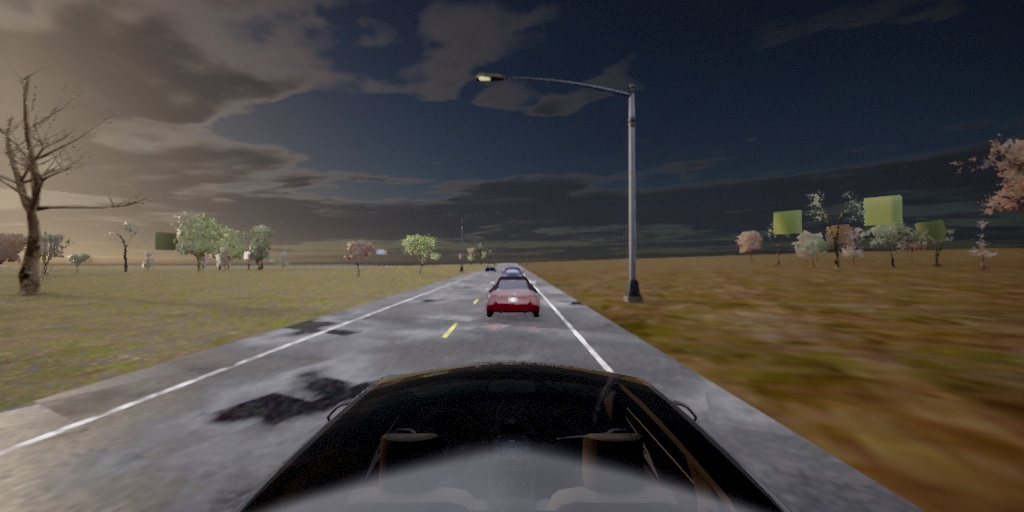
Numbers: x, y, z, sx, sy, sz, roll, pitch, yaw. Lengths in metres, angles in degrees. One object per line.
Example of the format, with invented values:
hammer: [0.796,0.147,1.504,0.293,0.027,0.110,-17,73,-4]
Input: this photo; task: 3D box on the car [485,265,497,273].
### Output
car: [-3.546,2.150,60.398,1.895,1.301,4.718,0,-1,1]

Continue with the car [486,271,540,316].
car: [0.047,1.489,14.300,1.994,1.385,4.181,0,-1,0]

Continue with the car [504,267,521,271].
car: [0.049,1.661,29.819,1.812,1.442,4.674,0,-1,0]
